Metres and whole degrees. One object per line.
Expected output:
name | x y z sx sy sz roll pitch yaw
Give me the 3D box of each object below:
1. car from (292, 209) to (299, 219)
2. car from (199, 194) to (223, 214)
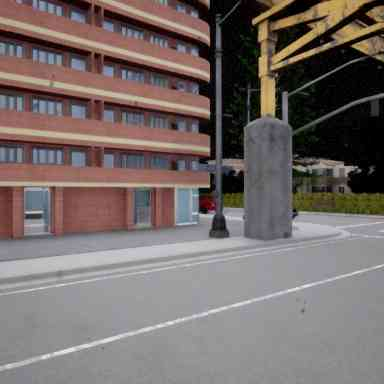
car | 6.748 1.616 28.496 1.895 1.301 4.718 0 0 -35
car | 1.025 1.258 36.568 2.150 2.045 5.566 0 0 -35
